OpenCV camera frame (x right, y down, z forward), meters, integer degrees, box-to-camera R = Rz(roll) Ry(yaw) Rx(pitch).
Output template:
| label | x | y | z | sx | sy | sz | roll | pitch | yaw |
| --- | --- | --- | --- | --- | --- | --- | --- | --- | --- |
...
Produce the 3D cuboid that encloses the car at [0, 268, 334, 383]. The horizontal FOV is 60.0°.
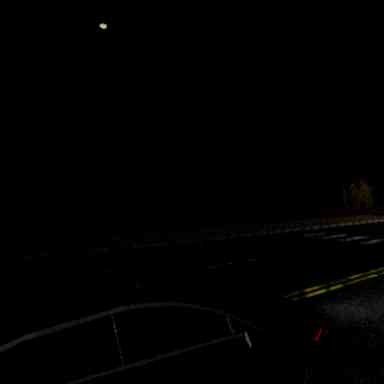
| label | x | y | z | sx | sy | sz | roll | pitch | yaw |
| --- | --- | --- | --- | --- | --- | --- | --- | --- | --- |
| car | -0.658 | 1.493 | 3.004 | 4.902 | 1.511 | 2.128 | 0 | 0 | -36 |
